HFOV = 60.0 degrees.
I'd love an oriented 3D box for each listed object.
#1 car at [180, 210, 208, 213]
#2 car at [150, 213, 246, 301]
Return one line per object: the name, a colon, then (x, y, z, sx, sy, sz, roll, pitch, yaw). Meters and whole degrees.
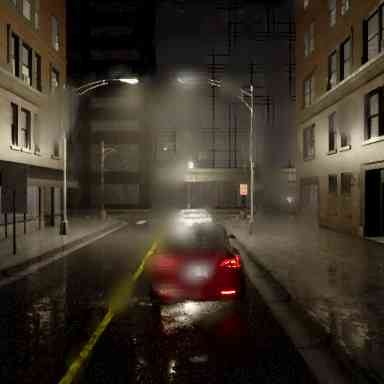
car: (0.090, 1.603, 18.191, 1.895, 1.301, 4.718, 0, 0, 0)
car: (0.109, 1.504, 8.401, 2.163, 1.488, 4.792, 0, 0, 0)
